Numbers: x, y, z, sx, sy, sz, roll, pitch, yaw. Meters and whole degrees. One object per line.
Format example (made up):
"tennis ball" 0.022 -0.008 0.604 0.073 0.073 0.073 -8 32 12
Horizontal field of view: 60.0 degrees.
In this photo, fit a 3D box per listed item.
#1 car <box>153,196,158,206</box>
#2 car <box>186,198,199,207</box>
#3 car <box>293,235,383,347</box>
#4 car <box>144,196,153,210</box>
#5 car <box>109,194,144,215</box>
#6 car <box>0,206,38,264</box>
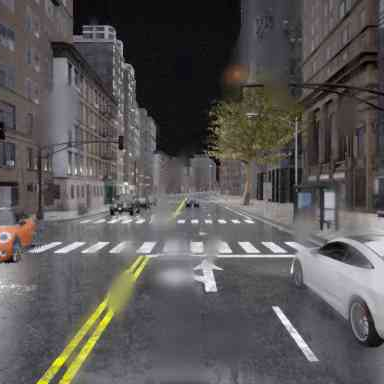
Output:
"car" -6.619 1.420 53.713 2.128 1.511 4.902 0 0 0
"car" 0.070 1.544 49.245 1.895 1.301 4.718 0 0 0
"car" 3.346 1.524 6.171 1.812 1.442 4.674 0 0 0
"car" -6.622 1.436 43.395 1.882 1.535 5.008 0 0 0
"car" -6.589 1.197 33.284 2.150 2.045 5.566 0 0 1
"car" -6.826 1.348 11.504 2.097 1.767 4.553 0 0 -15
